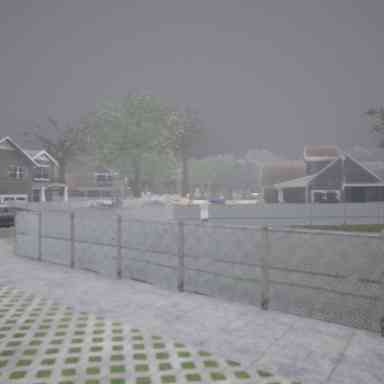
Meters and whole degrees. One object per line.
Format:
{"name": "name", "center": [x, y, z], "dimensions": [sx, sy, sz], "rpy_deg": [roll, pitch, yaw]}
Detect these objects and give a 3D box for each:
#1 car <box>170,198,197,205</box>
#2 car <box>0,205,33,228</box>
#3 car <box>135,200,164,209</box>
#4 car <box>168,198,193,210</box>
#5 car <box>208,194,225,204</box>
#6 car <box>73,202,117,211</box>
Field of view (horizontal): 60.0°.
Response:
{"name": "car", "center": [-0.800, 1.643, 40.733], "dimensions": [1.882, 1.535, 5.008], "rpy_deg": [0, 0, 19]}
{"name": "car", "center": [-11.908, 1.595, 20.179], "dimensions": [1.837, 1.490, 4.892], "rpy_deg": [0, 0, 23]}
{"name": "car", "center": [-4.825, 1.677, 38.100], "dimensions": [1.837, 1.490, 4.892], "rpy_deg": [0, 0, 19]}
{"name": "car", "center": [-1.563, 1.624, 47.651], "dimensions": [1.882, 1.535, 5.008], "rpy_deg": [0, 0, 18]}
{"name": "car", "center": [4.321, 1.300, 57.510], "dimensions": [2.150, 2.045, 5.566], "rpy_deg": [0, 0, 15]}
{"name": "car", "center": [-8.315, 1.635, 28.827], "dimensions": [2.128, 1.511, 4.902], "rpy_deg": [0, 0, 22]}
